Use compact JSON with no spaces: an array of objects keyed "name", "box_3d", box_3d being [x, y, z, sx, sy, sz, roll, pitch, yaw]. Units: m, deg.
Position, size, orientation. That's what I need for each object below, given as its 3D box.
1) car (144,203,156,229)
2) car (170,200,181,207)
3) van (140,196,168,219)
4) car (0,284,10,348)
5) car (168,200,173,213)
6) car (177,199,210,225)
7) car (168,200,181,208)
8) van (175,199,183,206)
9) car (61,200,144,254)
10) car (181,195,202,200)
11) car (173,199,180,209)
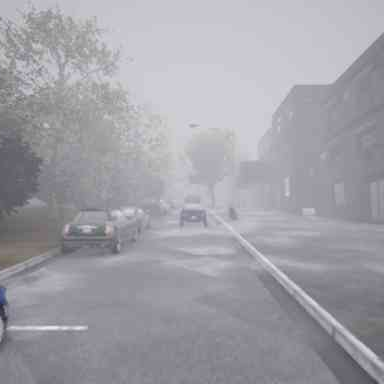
[{"name":"car","box_3d":[-3.651,1.587,19.568,2.002,1.452,4.674,0,0,2]},{"name":"car","box_3d":[-3.639,2.639,75.252,2.163,1.488,4.792,0,-1,2]},{"name":"van","box_3d":[-3.646,1.360,30.830,1.878,1.987,4.442,0,0,2]},{"name":"car","box_3d":[-3.653,1.489,2.854,2.097,1.535,5.008,0,0,2]},{"name":"car","box_3d":[-3.651,1.479,36.252,2.185,1.767,4.553,0,0,2]},{"name":"car","box_3d":[0.102,1.563,24.915,1.882,1.535,5.008,0,0,0]},{"name":"car","box_3d":[-3.637,2.439,69.649,2.097,1.535,5.008,0,-1,2]},{"name":"van","box_3d":[-3.617,2.868,92.057,1.878,1.987,4.442,1,-1,2]},{"name":"car","box_3d":[-3.653,1.402,13.969,2.185,1.767,4.553,0,0,2]},{"name":"car","box_3d":[0.106,1.387,42.582,2.150,2.045,5.566,0,-1,0]},{"name":"car","box_3d":[-3.630,1.959,52.985,2.163,1.488,4.792,1,-2,2]}]
